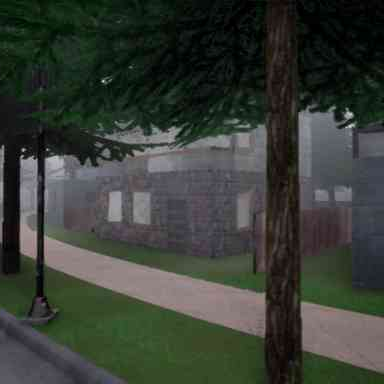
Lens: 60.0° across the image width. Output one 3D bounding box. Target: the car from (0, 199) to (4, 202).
[{"bbox_3d":[-24.081,1.575,41.358,1.882,1.535,5.008,0,0,-6],"label":"car"}]
